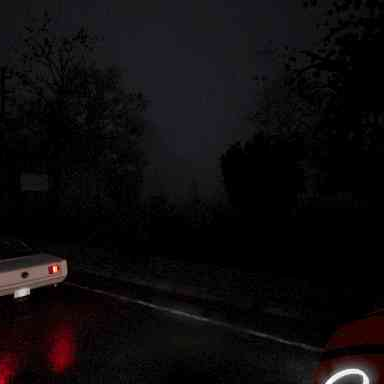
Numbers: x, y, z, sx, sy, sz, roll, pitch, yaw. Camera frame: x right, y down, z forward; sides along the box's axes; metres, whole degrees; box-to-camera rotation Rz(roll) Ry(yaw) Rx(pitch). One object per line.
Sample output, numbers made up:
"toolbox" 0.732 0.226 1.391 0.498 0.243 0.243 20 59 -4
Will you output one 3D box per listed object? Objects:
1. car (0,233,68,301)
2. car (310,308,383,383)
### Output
"car" -4.995 1.601 7.542 4.718 1.301 1.895 0 0 35
"car" 3.029 1.352 1.867 4.553 1.767 2.097 0 0 35
